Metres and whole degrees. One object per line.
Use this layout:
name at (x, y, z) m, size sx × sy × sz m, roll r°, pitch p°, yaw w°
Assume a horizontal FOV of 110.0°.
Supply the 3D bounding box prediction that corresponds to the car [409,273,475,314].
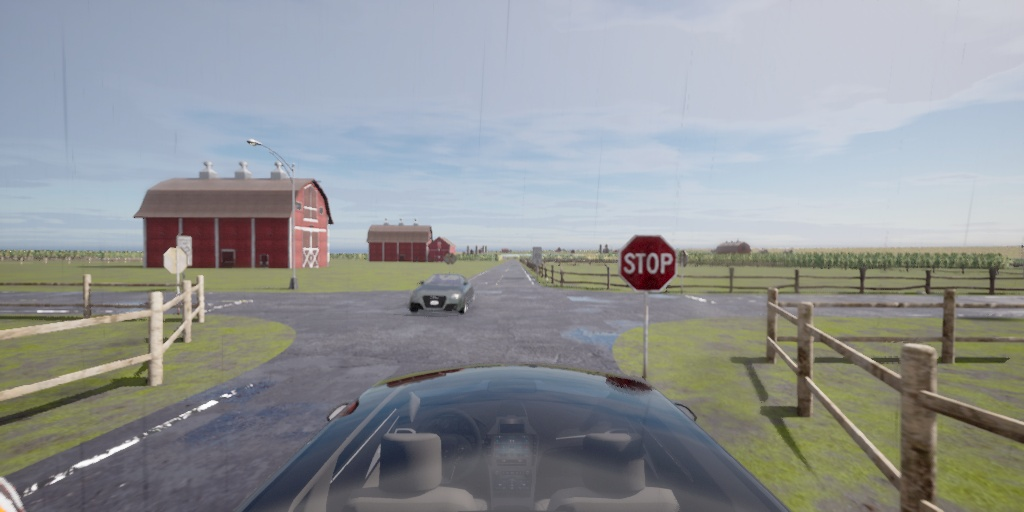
car at (-2.627, 1.391, 14.244) m, size 1.994 × 1.385 × 4.181 m, roll 2°, pitch 0°, yaw 1°
